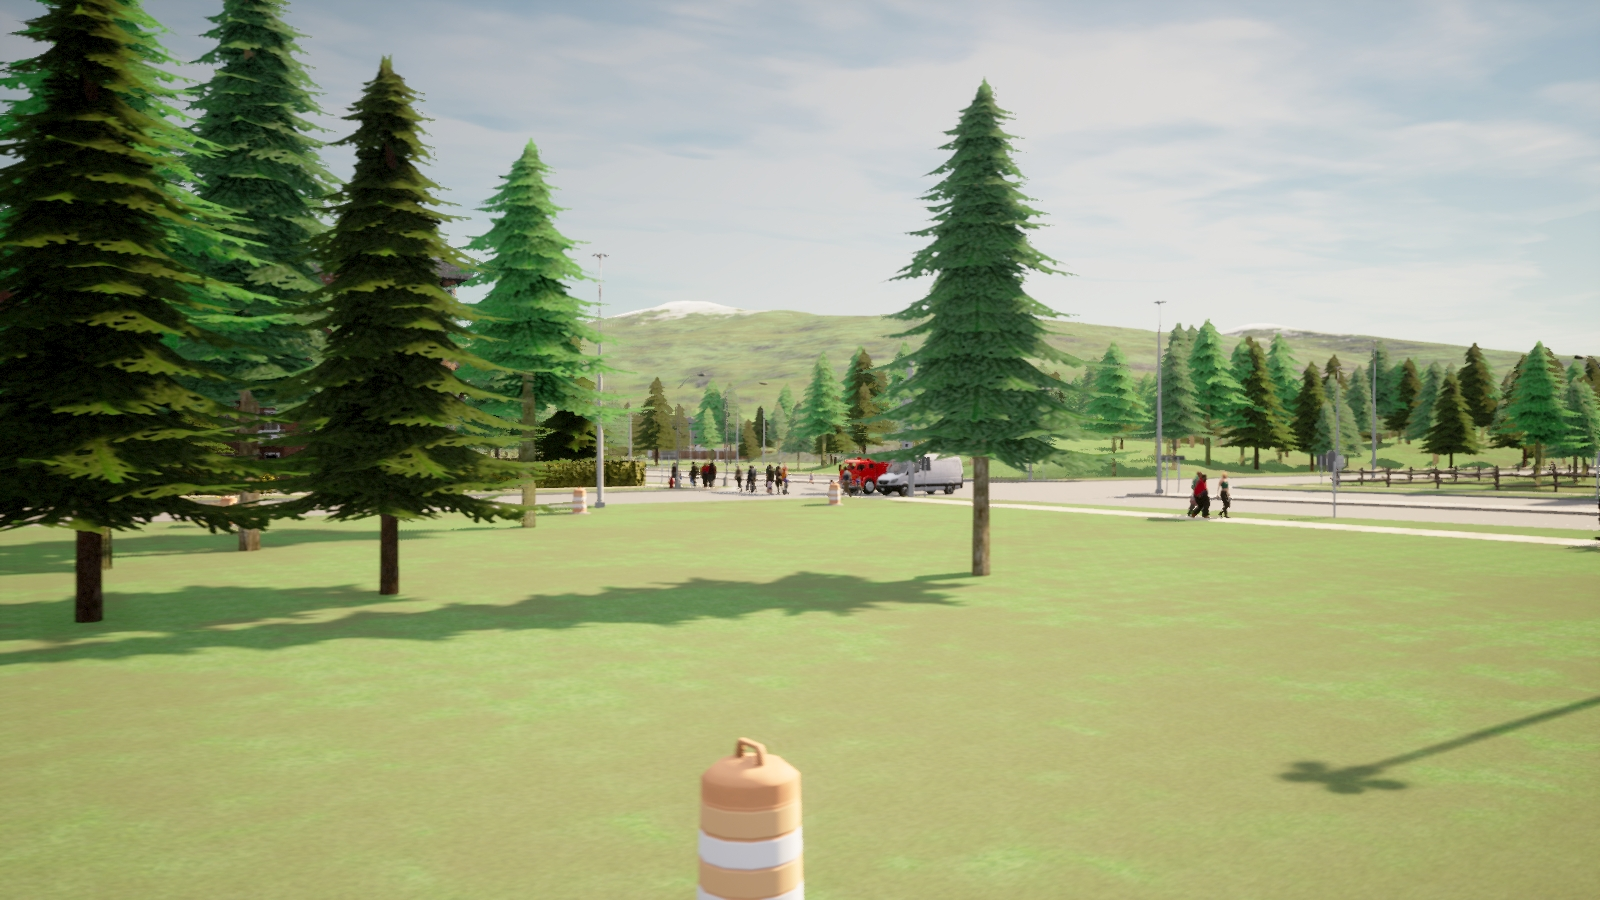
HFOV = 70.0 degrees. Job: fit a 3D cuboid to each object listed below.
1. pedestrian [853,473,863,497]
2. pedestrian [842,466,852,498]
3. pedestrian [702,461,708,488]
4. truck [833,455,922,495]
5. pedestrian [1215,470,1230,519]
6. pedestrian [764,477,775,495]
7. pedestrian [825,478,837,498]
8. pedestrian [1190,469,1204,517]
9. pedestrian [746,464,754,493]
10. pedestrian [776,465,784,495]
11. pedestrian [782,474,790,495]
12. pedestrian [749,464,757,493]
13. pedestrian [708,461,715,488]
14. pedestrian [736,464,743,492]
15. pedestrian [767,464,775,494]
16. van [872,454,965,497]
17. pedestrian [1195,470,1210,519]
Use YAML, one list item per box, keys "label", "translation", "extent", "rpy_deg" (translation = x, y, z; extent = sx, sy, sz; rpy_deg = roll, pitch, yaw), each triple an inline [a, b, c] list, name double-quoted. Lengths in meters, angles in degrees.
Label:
- label: "pedestrian"
  translation: [3.270, 1.968, 64.299]
  extent: [0.375, 1.300, 0.375]
  rpy_deg: [0, 0, -36]
- label: "pedestrian"
  translation: [2.703, 1.839, 65.749]
  extent: [0.375, 1.860, 0.375]
  rpy_deg: [0, 0, -42]
- label: "pedestrian"
  translation: [-6.528, 1.687, 78.678]
  extent: [0.375, 1.860, 0.375]
  rpy_deg: [0, 0, -3]
- label: "truck"
  translation: [5.006, 1.557, 73.646]
  extent: [5.204, 2.467, 2.627]
  rpy_deg: [0, 0, -35]
- label: "pedestrian"
  translation: [16.108, 1.687, 43.576]
  extent: [0.375, 1.860, 0.375]
  rpy_deg: [0, 0, -30]
- label: "pedestrian"
  translation: [-1.875, 2.242, 70.468]
  extent: [0.500, 1.100, 0.500]
  rpy_deg: [0, 0, -40]
- label: "pedestrian"
  translation: [1.842, 2.219, 66.926]
  extent: [0.500, 1.100, 0.500]
  rpy_deg: [0, 0, -43]
- label: "pedestrian"
  translation: [15.514, 1.688, 44.625]
  extent: [0.375, 1.860, 0.375]
  rpy_deg: [0, 0, -29]
- label: "pedestrian"
  translation: [-3.202, 1.839, 73.371]
  extent: [0.375, 1.860, 0.375]
  rpy_deg: [0, 0, -35]
- label: "pedestrian"
  translation: [-1.227, 1.839, 70.455]
  extent: [0.375, 1.860, 0.375]
  rpy_deg: [0, 0, -36]
- label: "pedestrian"
  translation: [-0.868, 2.119, 71.049]
  extent: [0.375, 1.300, 0.375]
  rpy_deg: [0, 0, -36]
- label: "pedestrian"
  translation: [-3.065, 1.839, 74.698]
  extent: [0.375, 1.860, 0.375]
  rpy_deg: [0, 0, -34]
- label: "pedestrian"
  translation: [-6.047, 1.687, 78.384]
  extent: [0.375, 1.860, 0.375]
  rpy_deg: [0, 0, -28]
- label: "pedestrian"
  translation: [-4.011, 1.839, 75.659]
  extent: [0.375, 1.860, 0.375]
  rpy_deg: [0, 0, -29]
- label: "pedestrian"
  translation: [-1.817, 1.839, 71.712]
  extent: [0.375, 1.860, 0.375]
  rpy_deg: [0, 0, -38]
- label: "van"
  translation: [7.415, 1.523, 71.064]
  extent: [5.915, 2.561, 1.988]
  rpy_deg: [0, 0, -35]
- label: "pedestrian"
  translation: [15.400, 1.687, 43.685]
  extent: [0.375, 1.860, 0.375]
  rpy_deg: [0, 0, -30]
